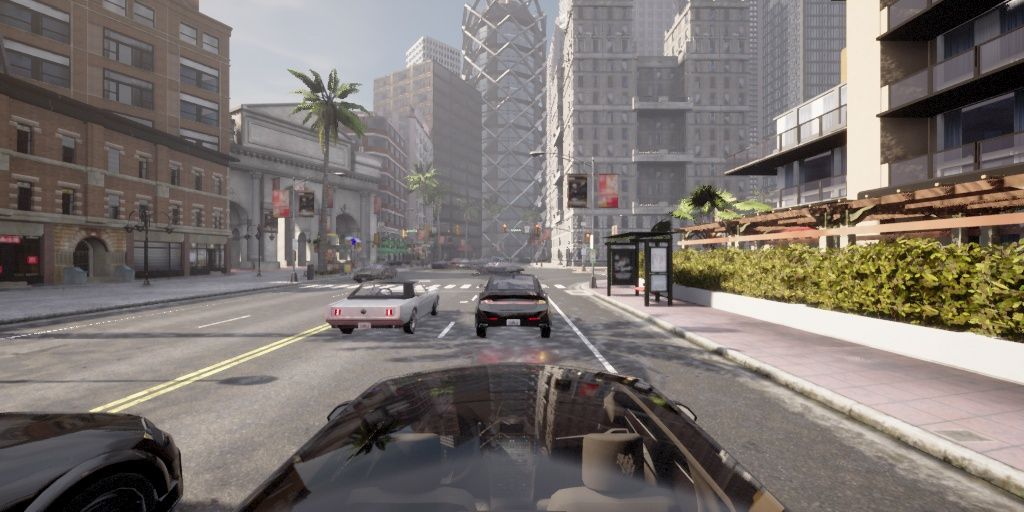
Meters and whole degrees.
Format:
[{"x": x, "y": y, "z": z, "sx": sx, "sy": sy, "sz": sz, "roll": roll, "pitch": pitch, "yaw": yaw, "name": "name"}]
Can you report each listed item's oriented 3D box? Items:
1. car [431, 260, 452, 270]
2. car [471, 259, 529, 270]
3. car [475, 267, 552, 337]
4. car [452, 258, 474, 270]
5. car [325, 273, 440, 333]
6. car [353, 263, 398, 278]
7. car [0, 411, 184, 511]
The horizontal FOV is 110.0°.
[{"x": -10.706, "y": 1.351, "z": 53.462, "sx": 1.895, "sy": 1.301, "sz": 4.718, "roll": 0, "pitch": 0, "yaw": 0, "name": "car"}, {"x": -1.307, "y": 1.297, "z": 37.438, "sx": 5.357, "sy": 1.411, "sz": 2.033, "roll": 0, "pitch": 0, "yaw": 35, "name": "car"}, {"x": 0.041, "y": 1.242, "z": 10.289, "sx": 2.128, "sy": 1.511, "sz": 4.902, "roll": 0, "pitch": 0, "yaw": 0, "name": "car"}, {"x": -7.206, "y": 1.241, "z": 53.777, "sx": 2.128, "sy": 1.511, "sz": 4.902, "roll": 0, "pitch": 0, "yaw": 0, "name": "car"}, {"x": -3.457, "y": 1.351, "z": 10.668, "sx": 1.895, "sy": 1.301, "sz": 4.718, "roll": 0, "pitch": 0, "yaw": 0, "name": "car"}, {"x": -10.658, "y": 1.297, "z": 28.418, "sx": 2.033, "sy": 1.411, "sz": 5.357, "roll": 0, "pitch": 0, "yaw": 0, "name": "car"}, {"x": -3.392, "y": 1.314, "z": 0.849, "sx": 1.994, "sy": 1.385, "sz": 4.181, "roll": 0, "pitch": 0, "yaw": 0, "name": "car"}]
